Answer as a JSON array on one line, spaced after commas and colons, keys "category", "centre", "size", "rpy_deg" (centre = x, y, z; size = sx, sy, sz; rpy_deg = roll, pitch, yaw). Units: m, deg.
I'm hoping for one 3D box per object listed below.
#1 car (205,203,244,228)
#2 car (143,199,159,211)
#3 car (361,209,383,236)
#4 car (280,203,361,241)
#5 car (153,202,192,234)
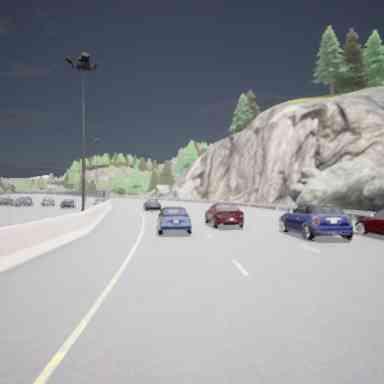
[{"category": "car", "centre": [2.062, 1.484, 22.288], "size": [1.882, 1.535, 5.008], "rpy_deg": [0, 0, -7]}, {"category": "car", "centre": [-5.056, 1.596, 41.860], "size": [1.994, 1.385, 4.181], "rpy_deg": [0, 0, -13]}, {"category": "car", "centre": [9.789, 1.463, 15.675], "size": [1.882, 1.535, 5.008], "rpy_deg": [0, 0, -5]}, {"category": "car", "centre": [6.142, 1.346, 16.972], "size": [2.097, 1.767, 4.553], "rpy_deg": [0, 0, -5]}, {"category": "car", "centre": [-1.094, 1.560, 19.526], "size": [2.033, 1.411, 5.357], "rpy_deg": [0, 0, -6]}]
